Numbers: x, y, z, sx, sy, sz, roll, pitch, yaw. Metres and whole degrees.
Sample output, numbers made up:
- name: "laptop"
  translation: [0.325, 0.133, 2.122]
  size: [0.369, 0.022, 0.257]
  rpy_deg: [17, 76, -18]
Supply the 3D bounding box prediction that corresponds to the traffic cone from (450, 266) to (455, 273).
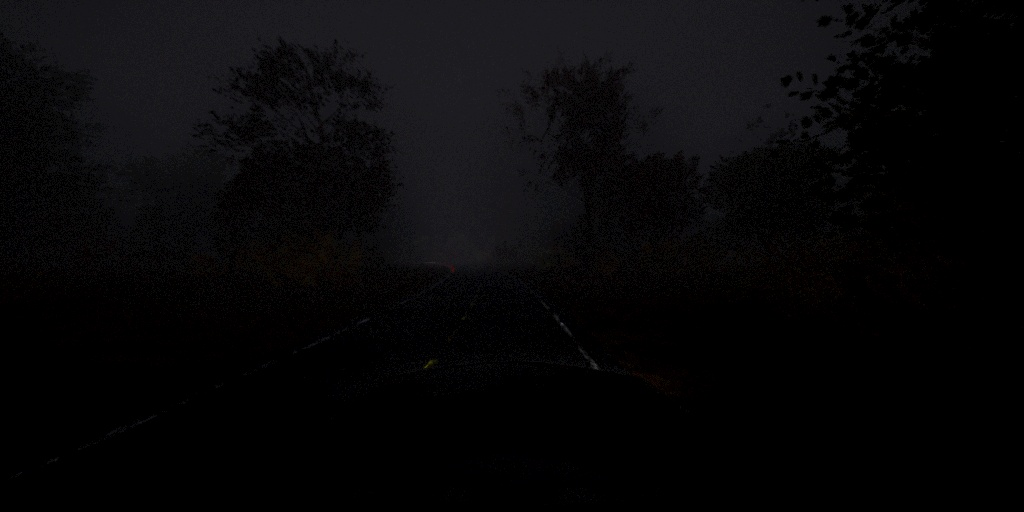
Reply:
- name: "traffic cone"
  translation: [-6.904, 1.706, 42.277]
  size: [0.340, 0.580, 0.340]
  rpy_deg: [0, 0, -9]
